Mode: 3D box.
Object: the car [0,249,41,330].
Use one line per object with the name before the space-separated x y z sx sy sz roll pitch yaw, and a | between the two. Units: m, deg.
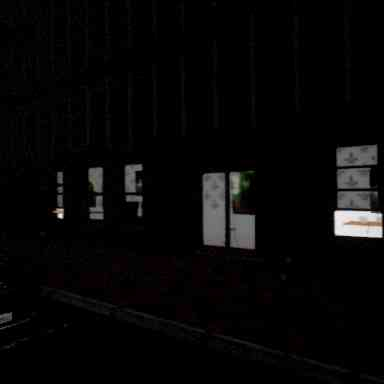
car | -4.522 1.631 6.098 4.403 1.369 2.008 -1 0 35
